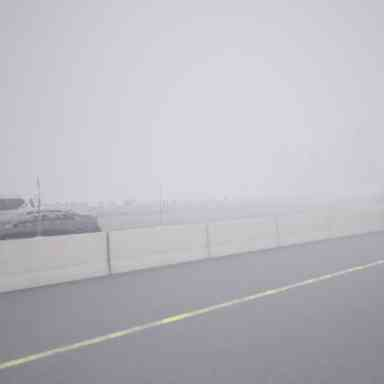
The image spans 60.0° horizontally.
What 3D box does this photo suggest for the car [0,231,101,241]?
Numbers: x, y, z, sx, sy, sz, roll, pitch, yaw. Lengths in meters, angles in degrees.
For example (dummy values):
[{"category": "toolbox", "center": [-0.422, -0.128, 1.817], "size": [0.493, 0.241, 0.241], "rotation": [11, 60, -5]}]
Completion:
[{"category": "car", "center": [-5.958, 1.439, 12.603], "size": [4.902, 1.511, 2.128], "rotation": [-1, 1, -35]}]
